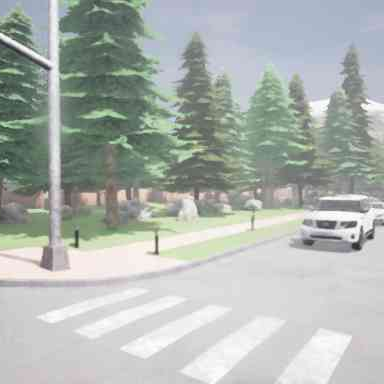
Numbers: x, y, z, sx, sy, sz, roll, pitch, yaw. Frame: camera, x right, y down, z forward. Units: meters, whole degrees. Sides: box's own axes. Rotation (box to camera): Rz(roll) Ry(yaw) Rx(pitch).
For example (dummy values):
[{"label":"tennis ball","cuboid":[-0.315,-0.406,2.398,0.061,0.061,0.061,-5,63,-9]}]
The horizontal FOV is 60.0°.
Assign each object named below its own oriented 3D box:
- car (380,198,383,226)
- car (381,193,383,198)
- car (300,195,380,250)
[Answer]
[{"label":"car","cuboid":[12.339,1.392,22.609,1.812,1.442,4.674,0,1,37]},{"label":"car","cuboid":[18.908,0.987,31.083,2.150,2.045,5.566,0,1,40]},{"label":"car","cuboid":[6.582,1.180,14.680,2.150,2.045,5.566,0,0,36]}]
